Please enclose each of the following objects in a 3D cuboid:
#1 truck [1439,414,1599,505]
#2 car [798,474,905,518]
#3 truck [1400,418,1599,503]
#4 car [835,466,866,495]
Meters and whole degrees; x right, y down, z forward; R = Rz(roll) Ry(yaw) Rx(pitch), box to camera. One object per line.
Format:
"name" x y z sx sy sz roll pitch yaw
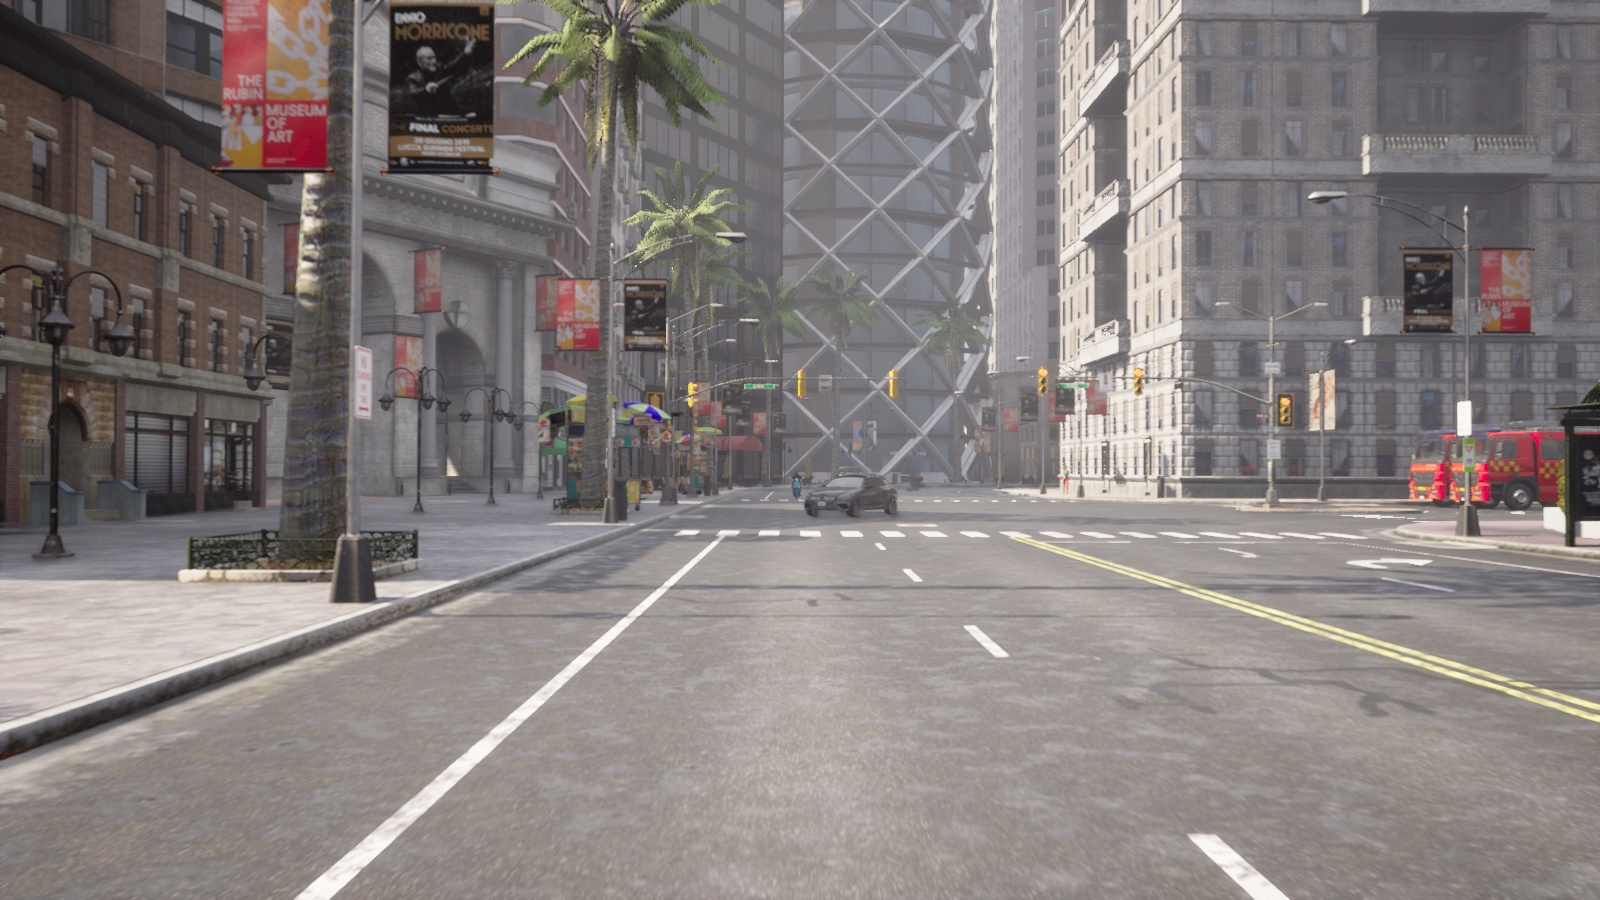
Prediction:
"truck" 32.701 0.430 54.438 8.468 3.827 2.891 0 -1 -1
"car" 1.865 1.572 44.138 1.812 1.442 4.674 -1 -1 30
"truck" 32.613 0.489 57.936 8.468 3.827 2.891 0 -1 -1
"car" 3.297 1.983 82.768 1.905 1.878 3.866 0 -1 0
